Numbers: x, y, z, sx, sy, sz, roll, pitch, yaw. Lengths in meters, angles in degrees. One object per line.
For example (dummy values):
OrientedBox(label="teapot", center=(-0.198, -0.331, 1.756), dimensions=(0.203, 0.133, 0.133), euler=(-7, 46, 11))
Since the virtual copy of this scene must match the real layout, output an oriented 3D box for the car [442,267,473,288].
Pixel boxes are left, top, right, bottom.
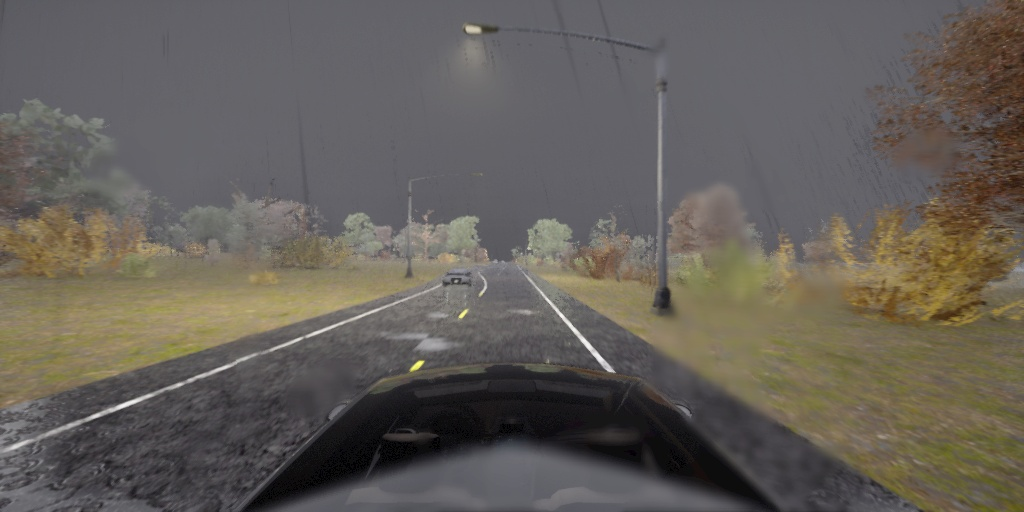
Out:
OrientedBox(label="car", center=(-3.885, 1.536, 26.348), dimensions=(1.994, 1.385, 4.181), euler=(0, -1, -3))
